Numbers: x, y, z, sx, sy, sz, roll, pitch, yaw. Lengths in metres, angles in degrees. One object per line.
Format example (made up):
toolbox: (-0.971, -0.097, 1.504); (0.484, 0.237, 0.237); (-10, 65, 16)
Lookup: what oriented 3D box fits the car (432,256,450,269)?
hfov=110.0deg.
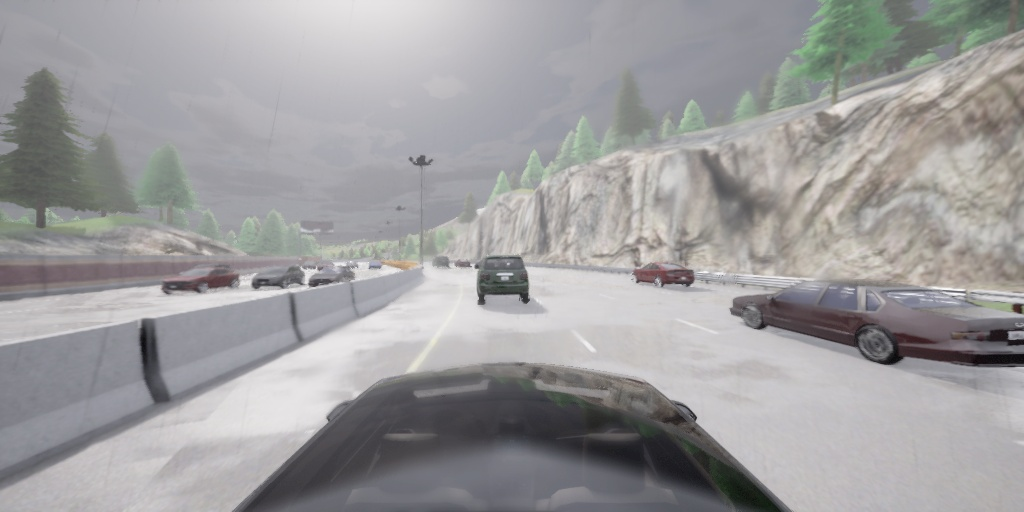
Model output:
car: (-12.433, 1.114, 62.655); (2.150, 2.045, 5.566); (0, 0, -24)

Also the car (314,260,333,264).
car: (-28.251, 1.433, 54.641); (2.097, 1.767, 4.553); (-1, 0, -22)

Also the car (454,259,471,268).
car: (-8.745, 1.328, 63.042); (1.882, 1.535, 5.008); (0, 0, -23)

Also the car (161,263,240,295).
car: (-19.202, 1.451, 22.386); (1.882, 1.535, 5.008); (-1, 0, -9)

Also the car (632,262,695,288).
car: (9.345, 1.118, 22.647); (1.882, 1.535, 5.008); (0, 0, -7)

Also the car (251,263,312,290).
car: (-16.074, 1.442, 24.949); (1.837, 1.490, 4.892); (-1, 0, -9)

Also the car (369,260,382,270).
car: (-22.709, 1.490, 59.594); (1.882, 1.535, 5.008); (-1, 1, -23)

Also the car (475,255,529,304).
car: (-0.541, 0.976, 16.741); (2.150, 2.045, 5.566); (0, 0, -6)

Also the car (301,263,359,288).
car: (-12.572, 1.443, 25.445); (2.033, 1.411, 5.357); (-1, 0, -9)

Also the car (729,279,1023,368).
car: (7.267, 1.213, 7.784); (2.033, 1.411, 5.357); (-1, 0, -4)
